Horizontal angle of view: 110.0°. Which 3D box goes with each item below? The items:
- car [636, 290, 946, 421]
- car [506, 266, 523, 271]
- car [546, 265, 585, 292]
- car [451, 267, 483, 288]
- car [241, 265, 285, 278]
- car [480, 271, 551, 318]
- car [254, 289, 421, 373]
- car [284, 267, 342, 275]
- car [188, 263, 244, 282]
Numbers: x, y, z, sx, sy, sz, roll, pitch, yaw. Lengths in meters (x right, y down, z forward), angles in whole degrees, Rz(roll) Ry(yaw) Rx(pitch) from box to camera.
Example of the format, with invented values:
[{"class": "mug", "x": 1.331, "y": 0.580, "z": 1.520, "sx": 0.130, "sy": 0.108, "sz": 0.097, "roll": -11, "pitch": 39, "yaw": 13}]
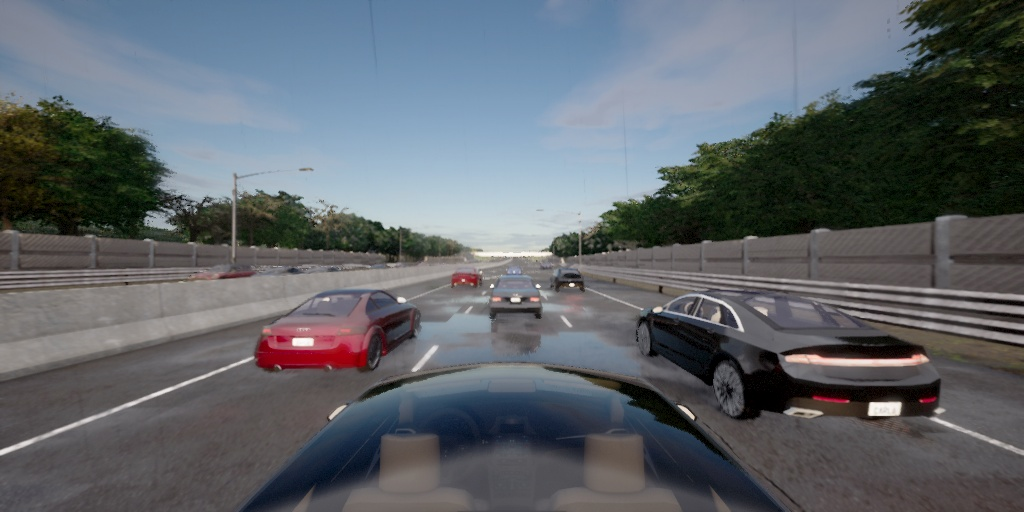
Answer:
[{"class": "car", "x": 3.605, "y": 1.297, "z": 5.892, "sx": 2.128, "sy": 1.511, "sz": 4.902, "roll": 0, "pitch": -1, "yaw": 0}, {"class": "car", "x": 0.265, "y": 1.820, "z": 41.163, "sx": 2.033, "sy": 1.411, "sz": 5.357, "roll": 0, "pitch": -1, "yaw": 0}, {"class": "car", "x": 3.658, "y": 1.553, "z": 24.305, "sx": 1.837, "sy": 1.490, "sz": 4.892, "roll": 0, "pitch": -1, "yaw": 0}, {"class": "car", "x": -3.328, "y": 1.563, "z": 27.147, "sx": 1.882, "sy": 1.535, "sz": 5.008, "roll": 0, "pitch": -1, "yaw": 0}, {"class": "car", "x": -17.525, "y": 1.589, "z": 27.130, "sx": 1.837, "sy": 1.490, "sz": 4.892, "roll": 0, "pitch": -1, "yaw": 0}, {"class": "car", "x": 0.119, "y": 1.456, "z": 13.757, "sx": 2.033, "sy": 1.411, "sz": 5.357, "roll": 0, "pitch": -1, "yaw": 0}, {"class": "car", "x": -3.393, "y": 1.394, "z": 7.832, "sx": 1.994, "sy": 1.385, "sz": 4.181, "roll": 0, "pitch": -1, "yaw": 0}, {"class": "car", "x": -14.030, "y": 1.578, "z": 26.277, "sx": 1.837, "sy": 1.490, "sz": 4.892, "roll": 0, "pitch": -1, "yaw": 0}, {"class": "car", "x": -21.028, "y": 1.424, "z": 26.320, "sx": 2.097, "sy": 1.767, "sz": 4.553, "roll": 0, "pitch": -1, "yaw": 0}]
